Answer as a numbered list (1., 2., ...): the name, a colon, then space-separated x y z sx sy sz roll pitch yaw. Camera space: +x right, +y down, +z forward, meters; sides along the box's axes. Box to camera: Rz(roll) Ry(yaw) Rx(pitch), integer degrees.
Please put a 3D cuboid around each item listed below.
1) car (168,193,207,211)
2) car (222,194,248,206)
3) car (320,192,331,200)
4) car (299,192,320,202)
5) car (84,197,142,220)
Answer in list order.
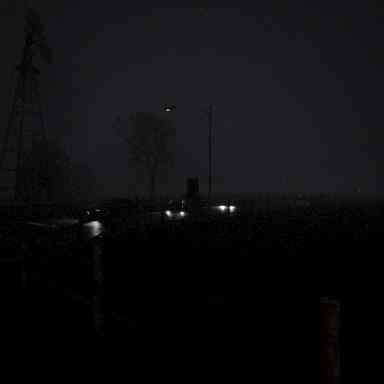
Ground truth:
1. car: -0.350 0.924 33.614 2.097 1.767 4.553 1 2 35
2. car: 5.424 1.005 41.760 1.994 1.385 4.181 1 2 35
3. car: 24.707 0.710 62.577 1.994 1.385 4.181 1 1 36
4. car: 18.910 0.800 54.392 1.812 1.442 4.674 1 1 35
5. car: -5.992 1.206 25.663 1.837 1.490 4.892 1 2 35
